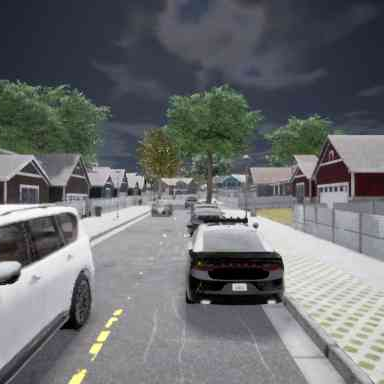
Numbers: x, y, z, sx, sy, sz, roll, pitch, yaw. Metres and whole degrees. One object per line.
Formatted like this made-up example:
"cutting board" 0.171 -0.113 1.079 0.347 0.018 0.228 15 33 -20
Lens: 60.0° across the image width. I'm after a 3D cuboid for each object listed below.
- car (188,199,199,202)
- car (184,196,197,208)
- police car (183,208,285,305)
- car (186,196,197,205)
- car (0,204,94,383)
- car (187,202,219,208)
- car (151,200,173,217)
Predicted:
"car" 0.790 1.500 24.180 1.837 1.490 4.892 0 0 0
"car" -0.032 1.476 46.084 2.128 1.511 4.902 0 0 0
"police car" 0.813 1.426 8.286 1.930 1.638 5.238 0 0 0
"car" -0.085 1.509 60.480 1.812 1.442 4.674 0 0 0
"car" -2.858 1.222 3.962 2.150 2.045 5.566 0 0 0
"car" 0.798 1.503 18.179 1.837 1.490 4.892 0 0 0
"car" -2.797 1.483 31.690 2.128 1.511 4.902 0 0 0
